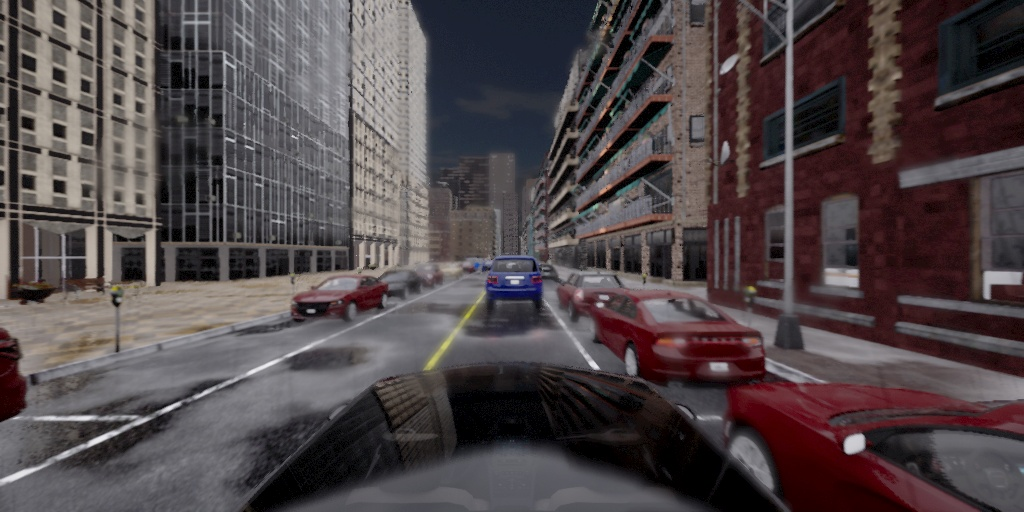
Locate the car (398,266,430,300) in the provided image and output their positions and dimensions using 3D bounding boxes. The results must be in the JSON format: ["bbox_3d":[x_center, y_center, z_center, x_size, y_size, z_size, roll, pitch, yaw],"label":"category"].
[{"bbox_3d":[-5.691,1.357,17.930,1.948,1.339,4.313,0,0,0],"label":"car"}]

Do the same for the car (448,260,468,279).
[{"bbox_3d":[-5.690,1.366,34.342,1.751,1.417,4.829,0,0,0],"label":"car"}]

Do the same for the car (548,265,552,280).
[{"bbox_3d":[2.690,1.389,28.984,1.948,1.339,4.313,0,0,0],"label":"car"}]

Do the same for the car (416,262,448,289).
[{"bbox_3d":[-5.690,1.247,23.458,1.967,1.591,4.097,0,0,0],"label":"car"}]

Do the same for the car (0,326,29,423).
[{"bbox_3d":[-5.691,1.064,1.347,2.192,1.841,5.009,0,0,0],"label":"car"}]

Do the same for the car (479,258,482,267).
[{"bbox_3d":[-2.997,1.377,48.187,1.882,1.535,5.008,0,0,0],"label":"car"}]

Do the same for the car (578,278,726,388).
[{"bbox_3d":[2.689,1.308,6.873,1.888,1.381,4.507,0,0,0],"label":"car"}]

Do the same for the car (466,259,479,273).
[{"bbox_3d":[-5.689,1.421,45.568,1.888,1.381,4.507,0,0,0],"label":"car"}]

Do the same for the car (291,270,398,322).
[{"bbox_3d":[-5.691,1.321,12.402,1.888,1.381,4.507,0,0,0],"label":"car"}]

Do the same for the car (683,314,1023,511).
[{"bbox_3d":[2.689,1.294,1.346,1.888,1.381,4.507,0,0,0],"label":"car"}]

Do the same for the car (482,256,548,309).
[{"bbox_3d":[0.102,1.007,15.294,2.150,2.045,5.566,0,0,0],"label":"car"}]

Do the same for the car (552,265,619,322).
[{"bbox_3d":[2.689,1.216,12.401,1.967,1.591,4.097,0,0,0],"label":"car"}]
